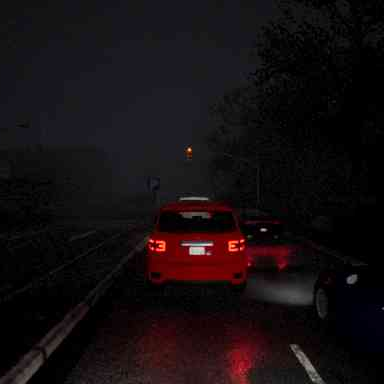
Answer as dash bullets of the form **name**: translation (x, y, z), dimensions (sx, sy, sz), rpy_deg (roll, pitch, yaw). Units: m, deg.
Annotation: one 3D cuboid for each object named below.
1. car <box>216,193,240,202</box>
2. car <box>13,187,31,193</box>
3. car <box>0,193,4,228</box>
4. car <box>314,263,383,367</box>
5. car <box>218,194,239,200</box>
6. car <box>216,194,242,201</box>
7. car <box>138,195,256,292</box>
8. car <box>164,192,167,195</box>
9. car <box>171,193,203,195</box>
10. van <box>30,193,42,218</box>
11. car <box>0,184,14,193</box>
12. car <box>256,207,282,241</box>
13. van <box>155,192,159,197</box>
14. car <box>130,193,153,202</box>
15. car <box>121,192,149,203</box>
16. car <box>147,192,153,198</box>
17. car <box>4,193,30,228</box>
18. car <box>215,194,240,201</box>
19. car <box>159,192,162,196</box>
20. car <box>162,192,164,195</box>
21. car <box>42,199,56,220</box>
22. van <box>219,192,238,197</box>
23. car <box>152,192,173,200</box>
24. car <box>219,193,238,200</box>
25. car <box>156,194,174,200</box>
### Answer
- **car**: translation (7.569, 1.142, 70.648), dimensions (4.553, 1.767, 2.185), rpy_deg (1, 0, -14)
- **car**: translation (-28.242, 0.138, 55.902), dimensions (2.002, 1.452, 4.674), rpy_deg (6, -3, -19)
- **car**: translation (-13.816, 1.264, 18.197), dimensions (5.566, 2.045, 2.435), rpy_deg (-1, 0, -20)
- **car**: translation (3.090, 1.528, 4.045), dimensions (1.812, 1.442, 4.674), rpy_deg (0, 0, 0)
- **car**: translation (8.977, 1.298, 82.420), dimensions (4.674, 1.452, 2.002), rpy_deg (1, 0, -12)
- **car**: translation (8.101, 1.264, 73.642), dimensions (5.366, 1.575, 1.946), rpy_deg (1, 0, -13)
- **car**: translation (0.092, 1.230, 9.087), dimensions (2.150, 2.045, 5.566), rpy_deg (0, 0, 0)
- **car**: translation (-9.383, 1.359, 83.012), dimensions (4.674, 1.452, 2.002), rpy_deg (-1, 0, -13)
- **car**: translation (0.127, 1.247, 19.445), dimensions (2.150, 2.045, 5.566), rpy_deg (0, 0, 0)
- **van**: translation (-13.635, 1.298, 24.270), dimensions (4.442, 1.987, 1.878), rpy_deg (-1, 0, -20)
- **car**: translation (-31.237, -0.425, 55.958), dimensions (2.435, 2.045, 5.566), rpy_deg (6, -3, -19)
- **car**: translation (3.113, 1.498, 16.894), dimensions (1.882, 1.535, 5.008), rpy_deg (0, 0, 0)
- **van**: translation (-10.343, 1.094, 74.043), dimensions (4.442, 1.987, 1.878), rpy_deg (-1, 0, -14)
- **car**: translation (-10.804, 1.197, 71.002), dimensions (4.553, 1.767, 2.185), rpy_deg (-1, 0, -14)
- **car**: translation (-11.534, 1.359, 65.057), dimensions (4.792, 1.488, 2.163), rpy_deg (-1, 0, -15)
- **car**: translation (-10.893, 1.316, 68.050), dimensions (5.366, 1.575, 1.946), rpy_deg (-1, 0, -15)
- **car**: translation (-13.747, 1.268, 21.234), dimensions (5.566, 2.045, 2.435), rpy_deg (-1, 0, -20)
- **car**: translation (8.079, 1.258, 76.494), dimensions (5.366, 1.575, 1.946), rpy_deg (1, 0, -13)
- **car**: translation (-10.119, 1.322, 77.014), dimensions (4.892, 1.521, 2.231), rpy_deg (-1, 0, -14)
- **car**: translation (-9.750, 1.360, 80.010), dimensions (4.674, 1.452, 2.002), rpy_deg (-1, 0, -13)
- **car**: translation (-13.664, 1.405, 27.248), dimensions (4.553, 1.767, 2.185), rpy_deg (-1, 0, -19)
- **van**: translation (7.190, 1.043, 67.678), dimensions (4.442, 1.987, 1.878), rpy_deg (1, 0, -14)
- **car**: translation (-8.130, 1.065, 92.002), dimensions (5.566, 2.045, 2.435), rpy_deg (-1, 0, -12)
- **car**: translation (9.340, 1.129, 85.350), dimensions (4.553, 1.767, 2.185), rpy_deg (1, 0, -12)
- **car**: translation (-7.712, 1.316, 94.982), dimensions (5.008, 1.535, 2.097), rpy_deg (-1, 0, -12)
